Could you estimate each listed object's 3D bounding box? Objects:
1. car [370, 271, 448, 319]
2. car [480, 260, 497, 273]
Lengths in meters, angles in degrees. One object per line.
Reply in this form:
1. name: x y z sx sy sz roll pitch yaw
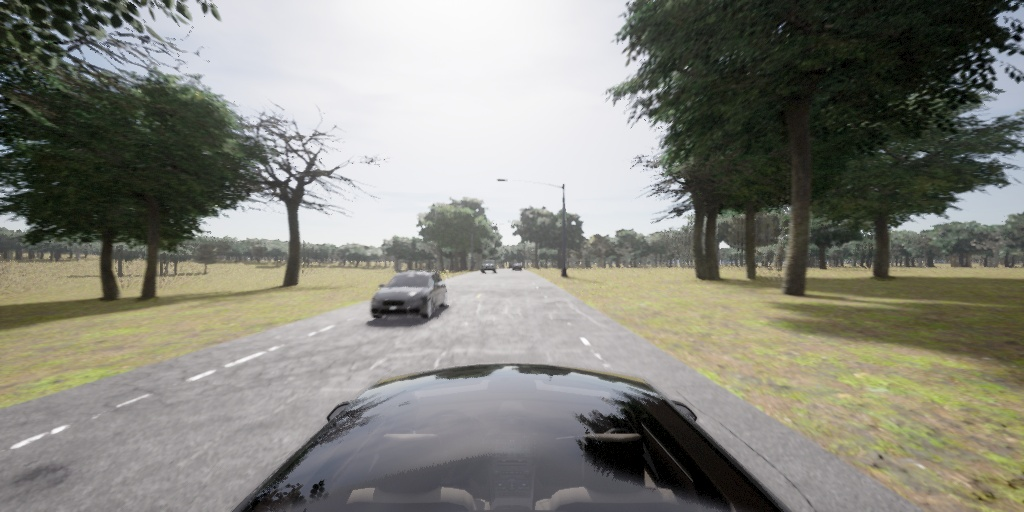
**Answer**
1. car: -3.597 1.334 13.279 1.837 1.490 4.892 0 0 0
2. car: -3.536 1.598 54.866 2.150 2.045 5.566 0 -1 1
